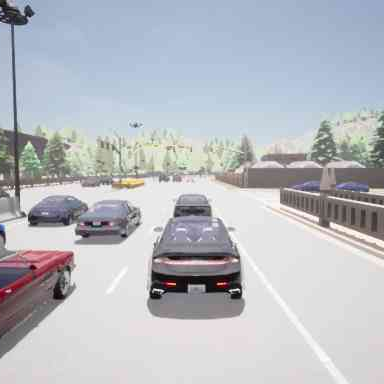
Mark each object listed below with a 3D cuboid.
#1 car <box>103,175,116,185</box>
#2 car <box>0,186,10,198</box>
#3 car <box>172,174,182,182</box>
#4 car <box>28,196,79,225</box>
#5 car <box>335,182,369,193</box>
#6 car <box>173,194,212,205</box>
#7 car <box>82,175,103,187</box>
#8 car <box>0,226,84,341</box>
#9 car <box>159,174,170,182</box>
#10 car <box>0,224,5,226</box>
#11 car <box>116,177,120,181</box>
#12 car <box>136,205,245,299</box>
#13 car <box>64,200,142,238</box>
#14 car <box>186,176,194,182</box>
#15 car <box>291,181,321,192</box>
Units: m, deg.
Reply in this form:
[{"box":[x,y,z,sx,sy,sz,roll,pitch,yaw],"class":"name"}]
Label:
[{"box":[-17.843,-2.491,68.515,2.150,2.045,5.566,0,3,0],"class":"car"},{"box":[-14.123,0.424,21.901,2.097,1.767,4.553,0,3,4],"class":"car"},{"box":[-3.939,-3.613,86.995,2.150,2.045,5.566,0,3,0],"class":"car"},{"box":[-6.980,0.879,17.794,1.994,1.385,4.181,0,3,0],"class":"car"},{"box":[18.037,-0.402,38.635,4.674,1.442,1.812,0,3,2],"class":"car"},{"box":[0.024,0.815,17.455,1.882,1.535,5.008,0,3,-1],"class":"car"},{"box":[-17.857,-1.775,58.663,2.097,1.767,4.553,0,4,0],"class":"car"},{"box":[-3.421,1.528,5.101,1.895,1.301,4.718,0,1,0],"class":"car"},{"box":[-7.439,-3.612,86.977,2.150,2.045,5.566,0,3,0],"class":"car"},{"box":[-6.937,1.283,8.822,1.882,1.535,5.008,0,2,0],"class":"car"},{"box":[-17.895,-2.793,78.553,1.812,1.442,4.674,0,3,0],"class":"car"},{"box":[0.067,1.327,8.034,2.128,1.511,4.902,0,2,0],"class":"car"},{"box":[-3.466,1.049,14.616,2.033,1.411,5.357,0,3,0],"class":"car"},{"box":[-0.447,-3.384,88.421,1.812,1.442,4.674,0,3,0],"class":"car"},{"box":[15.000,-0.617,42.228,4.674,1.442,1.812,0,3,2],"class":"car"}]
